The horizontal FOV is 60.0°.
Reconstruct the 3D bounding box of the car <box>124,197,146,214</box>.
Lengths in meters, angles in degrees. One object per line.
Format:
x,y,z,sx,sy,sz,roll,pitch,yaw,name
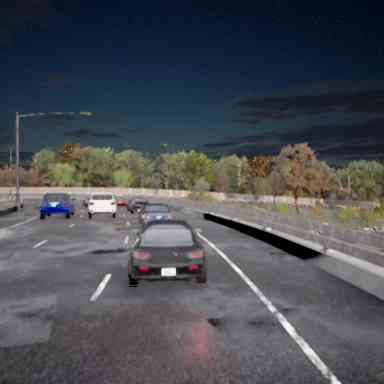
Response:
-5.330,1.285,32.781,1.837,1.490,4.892,0,1,-17,car

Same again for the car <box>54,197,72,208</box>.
-16.924,1.317,43.379,1.895,1.301,4.718,0,0,-25,car

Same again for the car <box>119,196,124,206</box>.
-10.283,1.259,45.663,1.994,1.385,4.181,0,0,-24,car

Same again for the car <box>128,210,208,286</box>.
-0.678,1.463,9.141,1.812,1.442,4.674,0,0,-5,car

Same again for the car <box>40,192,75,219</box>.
-10.918,1.045,27.188,2.150,2.045,5.566,0,1,-15,car

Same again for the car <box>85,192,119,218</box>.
-7.646,1.034,28.383,2.150,2.045,5.566,0,1,-15,car

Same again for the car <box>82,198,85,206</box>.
-13.525,1.254,44.430,2.033,1.411,5.357,0,0,-24,car

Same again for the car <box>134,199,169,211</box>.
-2.287,1.408,20.504,2.033,1.411,5.357,0,0,-12,car
